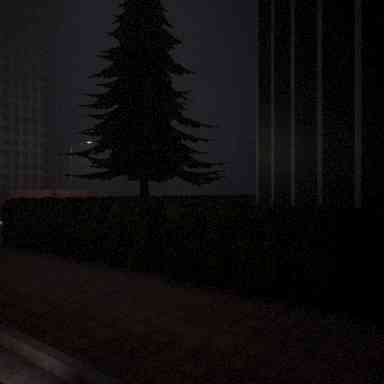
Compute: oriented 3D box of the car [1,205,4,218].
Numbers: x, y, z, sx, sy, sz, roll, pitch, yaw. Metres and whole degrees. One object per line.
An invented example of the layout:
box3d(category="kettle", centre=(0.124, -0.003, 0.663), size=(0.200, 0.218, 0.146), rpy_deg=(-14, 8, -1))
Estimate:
box3d(category="car", centre=(-13.118, 1.560, 28.389), size=(1.837, 1.490, 4.892), rpy_deg=(0, 0, 36))
